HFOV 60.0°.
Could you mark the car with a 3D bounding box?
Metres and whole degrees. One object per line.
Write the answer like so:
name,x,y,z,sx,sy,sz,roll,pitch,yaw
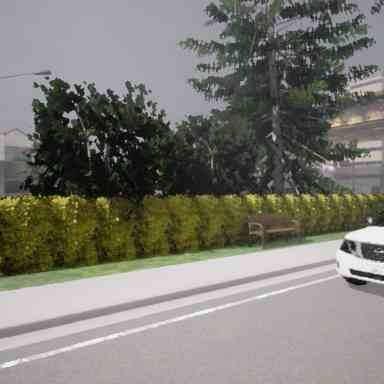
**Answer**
car,5.938,1.223,8.300,5.566,2.045,2.150,0,0,-36
